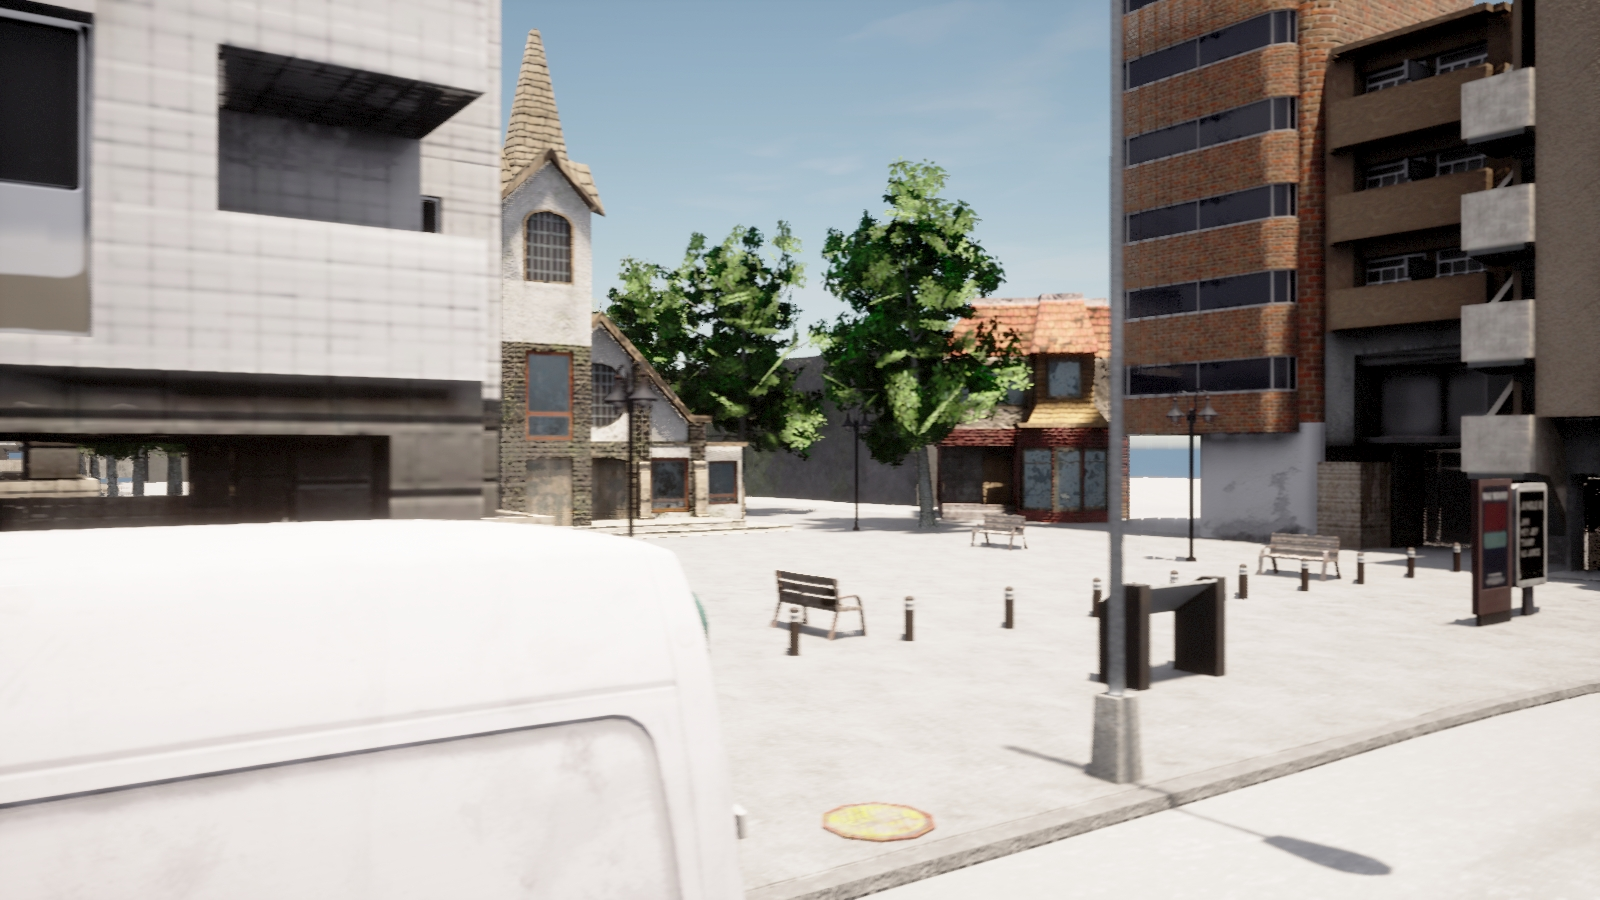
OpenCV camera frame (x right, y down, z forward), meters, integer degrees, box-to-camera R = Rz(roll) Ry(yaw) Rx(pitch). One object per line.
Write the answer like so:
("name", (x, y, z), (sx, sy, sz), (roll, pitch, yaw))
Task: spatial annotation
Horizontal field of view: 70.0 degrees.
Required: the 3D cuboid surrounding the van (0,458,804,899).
("van", (-2.974, 1.314, 2.361), (5.915, 2.561, 1.988), (0, 0, -35))
